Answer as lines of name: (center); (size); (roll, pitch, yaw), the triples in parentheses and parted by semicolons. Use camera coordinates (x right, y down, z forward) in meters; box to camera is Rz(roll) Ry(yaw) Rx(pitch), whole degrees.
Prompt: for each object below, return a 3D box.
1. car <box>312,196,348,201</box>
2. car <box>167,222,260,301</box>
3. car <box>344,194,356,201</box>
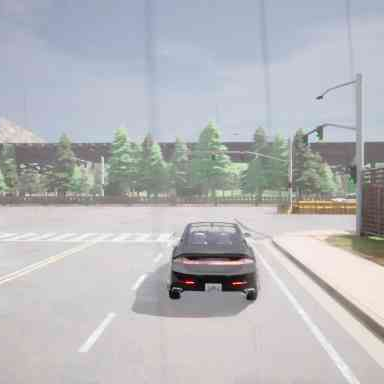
car: (14.550, 1.491, 37.950); (4.902, 1.511, 2.128); (0, 0, 1)
car: (0.511, 1.492, 8.374); (2.128, 1.511, 4.902); (0, 0, 3)
car: (19.831, 1.222, 41.332); (5.566, 2.045, 2.150); (0, 0, 2)
